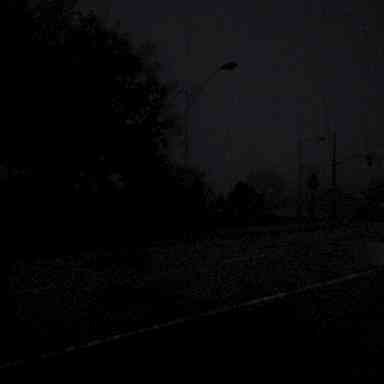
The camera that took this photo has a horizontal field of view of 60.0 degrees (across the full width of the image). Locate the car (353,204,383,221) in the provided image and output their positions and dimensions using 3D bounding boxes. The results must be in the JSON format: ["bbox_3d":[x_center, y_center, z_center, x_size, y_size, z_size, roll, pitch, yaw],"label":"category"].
[{"bbox_3d":[16.411,1.810,28.470,1.837,1.490,4.892,1,0,-32],"label":"car"}]

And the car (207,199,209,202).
[{"bbox_3d":[2.436,1.784,50.599,2.033,1.411,5.357,1,0,-32],"label":"car"}]
